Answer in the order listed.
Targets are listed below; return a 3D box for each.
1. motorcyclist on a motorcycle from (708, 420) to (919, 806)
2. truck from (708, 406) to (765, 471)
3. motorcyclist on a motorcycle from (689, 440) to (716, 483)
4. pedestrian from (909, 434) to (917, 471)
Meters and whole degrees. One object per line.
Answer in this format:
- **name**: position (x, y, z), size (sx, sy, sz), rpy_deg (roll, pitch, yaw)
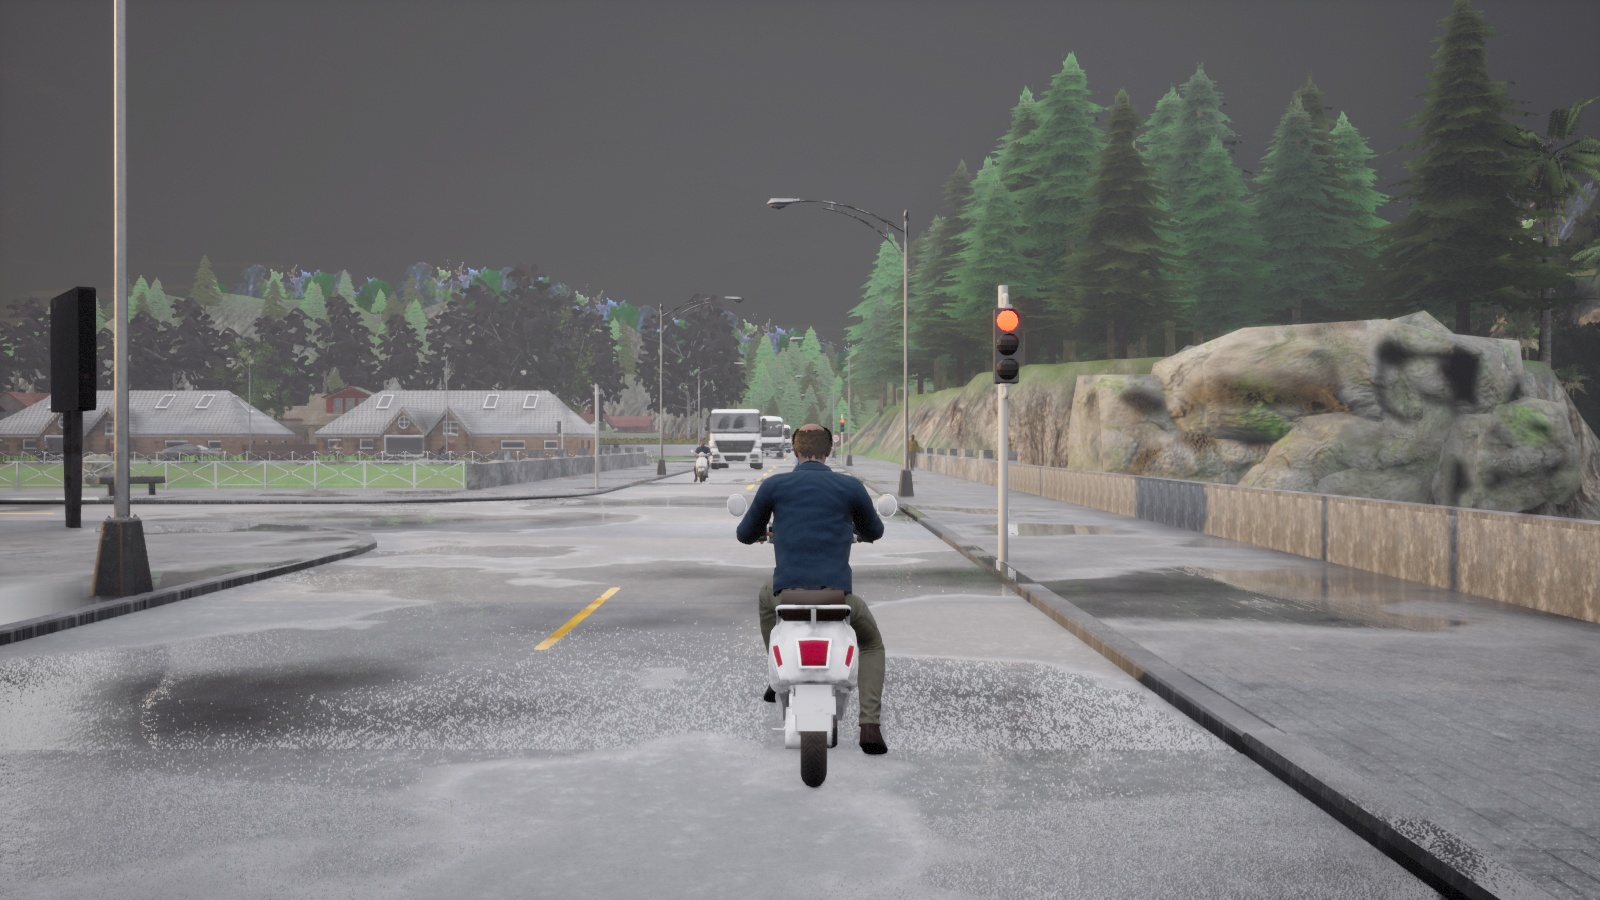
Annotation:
- **motorcyclist on a motorcycle**: position (0.059, 0.666, 6.070), size (0.866, 1.590, 1.817), rpy_deg (0, 0, 0)
- **truck**: position (-3.546, -0.644, 71.867), size (2.891, 3.462, 7.936), rpy_deg (0, 0, 0)
- **motorcyclist on a motorcycle**: position (-3.717, 0.426, 48.000), size (0.866, 1.590, 1.817), rpy_deg (0, 0, 0)
- **pedestrian**: position (5.503, 0.115, 61.346), size (0.370, 1.835, 0.726), rpy_deg (0, 0, 4)
